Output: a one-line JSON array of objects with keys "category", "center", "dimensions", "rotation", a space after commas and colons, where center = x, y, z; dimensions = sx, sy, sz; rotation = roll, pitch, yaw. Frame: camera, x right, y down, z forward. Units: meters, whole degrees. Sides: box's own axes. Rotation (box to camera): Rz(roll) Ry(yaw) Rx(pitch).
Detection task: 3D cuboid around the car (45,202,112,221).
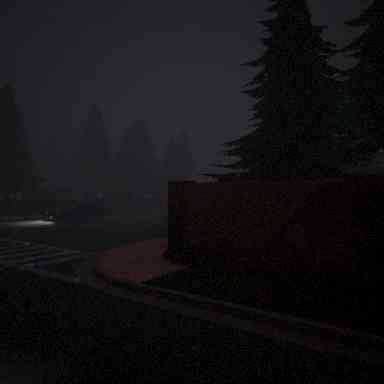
[{"category": "car", "center": [-9.134, 1.539, 27.336], "dimensions": [2.033, 1.411, 5.357], "rotation": [0, 0, 35]}]
